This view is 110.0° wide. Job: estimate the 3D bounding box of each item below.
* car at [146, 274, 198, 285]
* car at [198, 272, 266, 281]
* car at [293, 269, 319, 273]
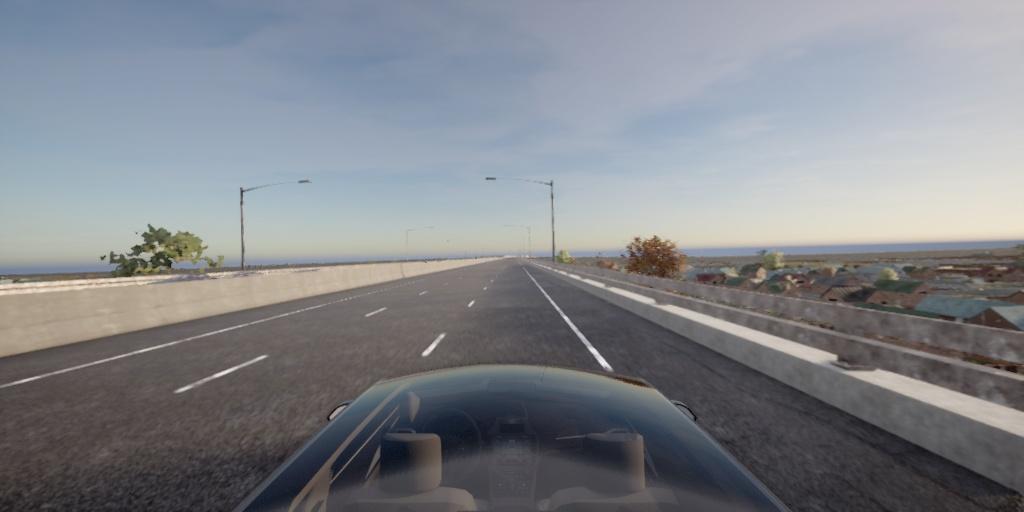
[{"bbox_3d":[-24.539,2.048,27.118,2.033,1.411,5.357,-2,0,1],"label":"car"},{"bbox_3d":[-21.035,1.950,28.063,2.033,1.411,5.357,-2,0,1],"label":"car"},{"bbox_3d":[-17.512,1.854,30.454,2.033,1.411,5.357,-2,0,1],"label":"car"}]
